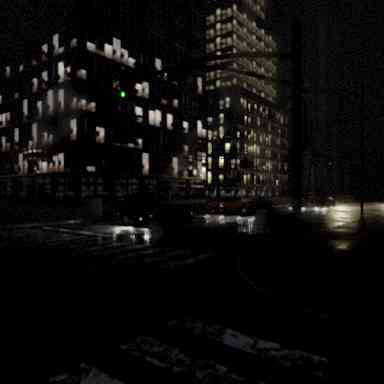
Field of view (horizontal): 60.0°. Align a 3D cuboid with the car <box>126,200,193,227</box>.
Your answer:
[{"bbox_3d":[-1.794,1.414,21.173,1.994,1.385,4.181,0,0,38],"label":"car"}]

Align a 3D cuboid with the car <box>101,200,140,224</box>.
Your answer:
[{"bbox_3d":[-4.055,1.328,23.564,1.882,1.535,5.008,0,0,38],"label":"car"}]

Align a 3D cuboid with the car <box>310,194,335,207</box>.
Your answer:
[{"bbox_3d":[19.288,1.414,48.189,2.128,1.511,4.902,0,0,38],"label":"car"}]

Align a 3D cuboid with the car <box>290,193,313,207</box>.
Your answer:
[{"bbox_3d":[16.803,1.126,50.283,2.150,2.045,5.566,0,0,38],"label":"car"}]

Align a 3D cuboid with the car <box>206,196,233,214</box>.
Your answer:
[{"bbox_3d":[3.345,1.228,33.094,2.097,1.767,4.553,0,0,38],"label":"car"}]

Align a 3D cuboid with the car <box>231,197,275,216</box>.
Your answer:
[{"bbox_3d":[6.130,1.368,31.384,2.128,1.511,4.902,0,0,38],"label":"car"}]
